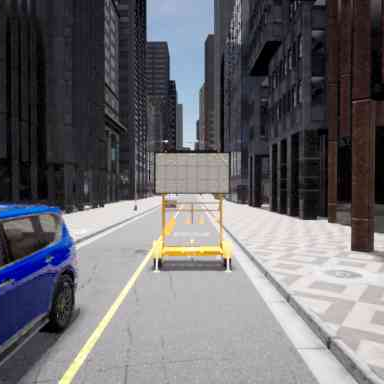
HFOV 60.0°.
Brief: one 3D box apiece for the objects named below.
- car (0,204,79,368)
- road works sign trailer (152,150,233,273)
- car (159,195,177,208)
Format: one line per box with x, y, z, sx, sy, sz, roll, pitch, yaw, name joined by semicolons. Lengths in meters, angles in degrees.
-3.104;1.220;3.831;2.150;2.045;5.566;0;0;0;car
0.009;0.462;10.671;2.380;3.560;2.880;0;0;0;road works sign trailer
-3.151;1.490;46.360;2.128;1.511;4.902;0;0;0;car
